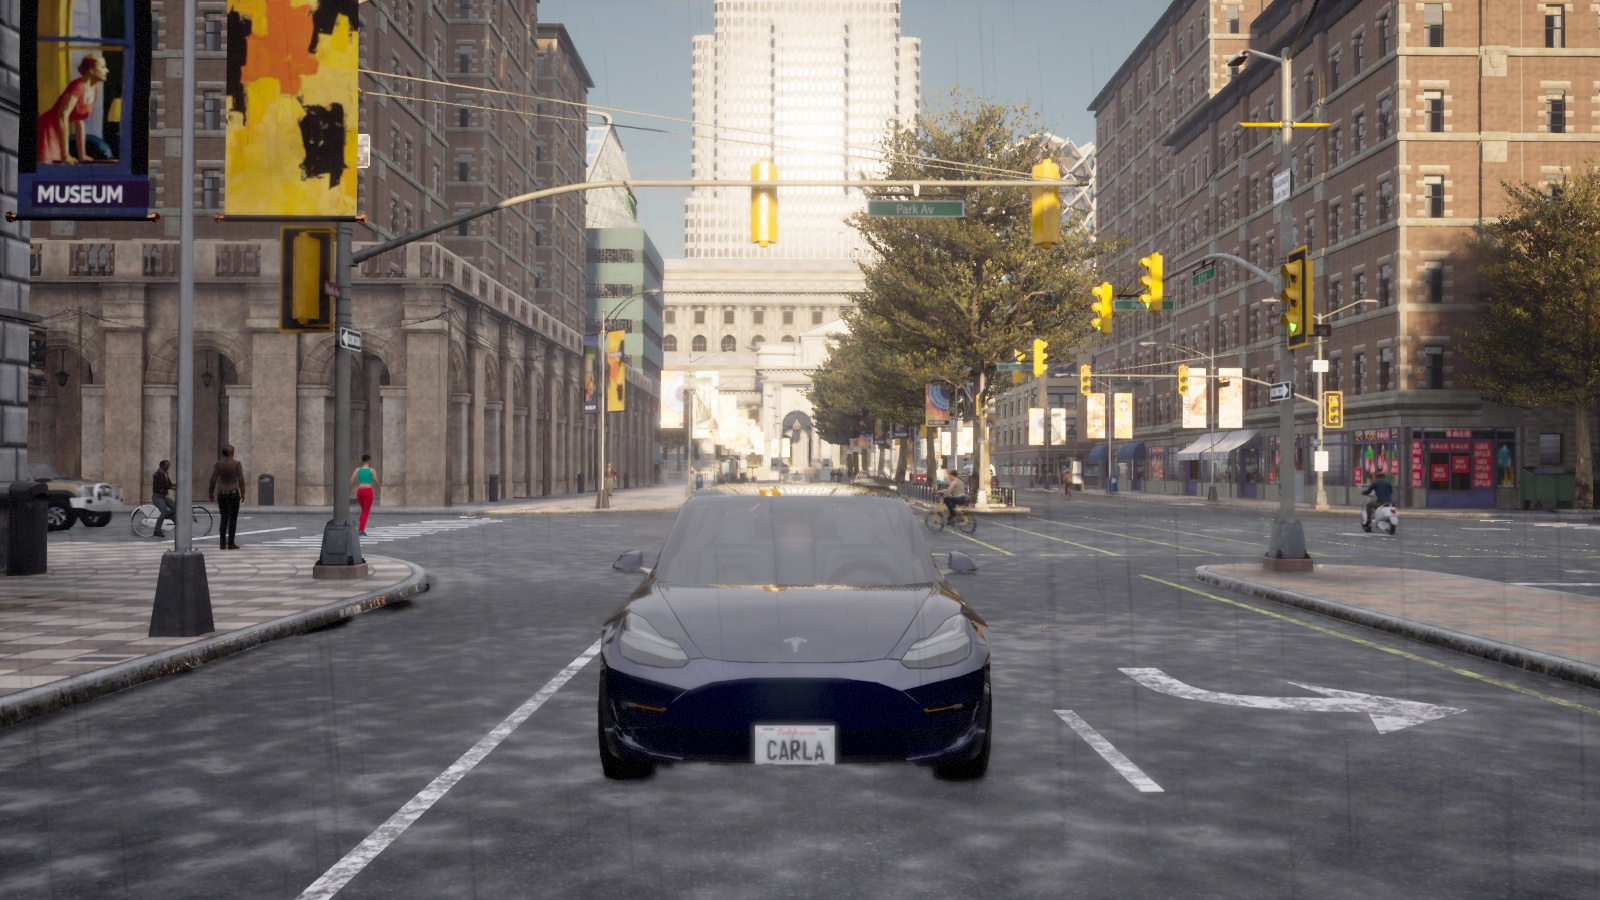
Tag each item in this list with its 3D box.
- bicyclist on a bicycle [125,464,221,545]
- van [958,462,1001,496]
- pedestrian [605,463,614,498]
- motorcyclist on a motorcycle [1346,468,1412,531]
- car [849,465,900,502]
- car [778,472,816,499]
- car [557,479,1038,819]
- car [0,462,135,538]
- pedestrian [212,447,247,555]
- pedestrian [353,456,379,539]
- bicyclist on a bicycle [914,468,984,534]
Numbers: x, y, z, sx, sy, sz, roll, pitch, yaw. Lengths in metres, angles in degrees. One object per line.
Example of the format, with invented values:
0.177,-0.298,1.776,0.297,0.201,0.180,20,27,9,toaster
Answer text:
-14.120,1.216,28.301,1.843,1.776,0.659,0,-1,0,bicyclist on a bicycle
11.307,1.825,79.530,2.069,2.038,4.480,0,-1,0,van
-10.196,1.639,67.303,0.376,1.854,0.720,0,-1,0,pedestrian
14.921,1.251,32.415,0.866,1.590,1.817,0,-1,0,motorcyclist on a motorcycle
3.435,1.566,58.898,2.152,1.651,5.027,0,-1,1,car
-0.175,2.035,72.806,2.163,1.488,4.792,0,-1,0,car
-0.020,0.950,8.059,2.163,1.488,4.792,0,-1,0,car
-19.639,1.242,31.760,4.605,1.855,1.932,0,-1,-1,car
-9.950,0.878,21.896,0.331,1.846,0.634,0,-1,-2,pedestrian
-9.694,1.053,28.044,0.345,1.836,0.594,0,-1,3,pedestrian
3.737,1.265,31.560,1.509,1.612,0.866,-1,0,40,bicyclist on a bicycle
